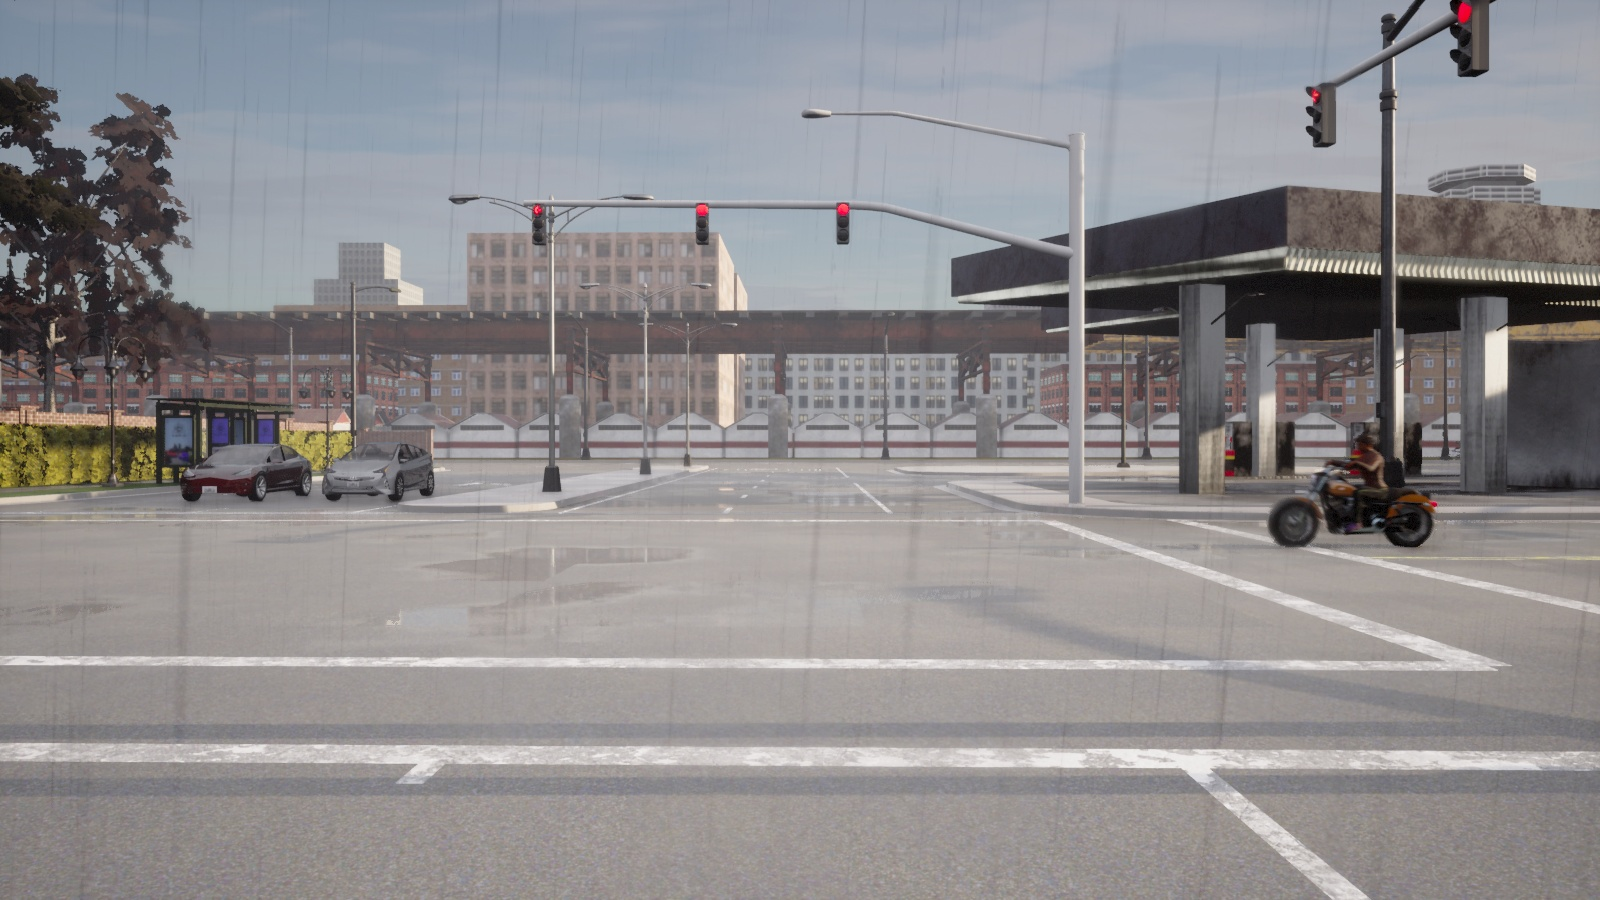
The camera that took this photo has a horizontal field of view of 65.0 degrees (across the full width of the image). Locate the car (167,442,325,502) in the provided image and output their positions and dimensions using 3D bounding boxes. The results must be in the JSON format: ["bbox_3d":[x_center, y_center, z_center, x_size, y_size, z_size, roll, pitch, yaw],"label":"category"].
[{"bbox_3d":[-14.822,0.543,33.925,2.163,1.488,4.792,0,0,0],"label":"car"}]

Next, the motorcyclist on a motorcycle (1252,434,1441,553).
[{"bbox_3d":[7.718,0.603,17.791,2.350,1.649,0.766,0,0,-1],"label":"motorcyclist on a motorcycle"}]

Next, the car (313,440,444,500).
[{"bbox_3d":[-11.300,0.492,34.023,2.007,1.525,4.514,0,0,0],"label":"car"}]
